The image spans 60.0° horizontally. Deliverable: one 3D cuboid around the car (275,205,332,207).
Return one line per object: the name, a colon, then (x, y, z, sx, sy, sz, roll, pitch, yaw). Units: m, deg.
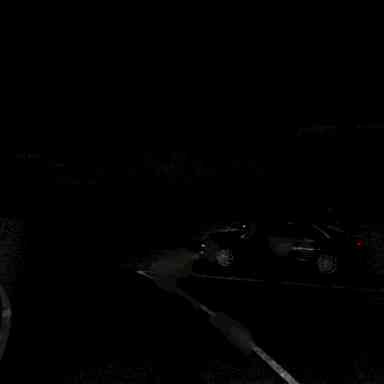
car: (5.715, 1.735, 20.443, 5.357, 1.411, 2.033, 0, -1, 19)

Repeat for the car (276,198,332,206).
car: (7.165, 1.436, 23.648, 5.566, 2.045, 2.150, 0, -1, 19)

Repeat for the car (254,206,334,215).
car: (4.941, 1.661, 17.007, 4.892, 1.490, 1.837, 0, -1, 19)

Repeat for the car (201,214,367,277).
car: (2.680, 1.602, 10.383, 4.892, 1.490, 1.837, 0, -1, 19)
